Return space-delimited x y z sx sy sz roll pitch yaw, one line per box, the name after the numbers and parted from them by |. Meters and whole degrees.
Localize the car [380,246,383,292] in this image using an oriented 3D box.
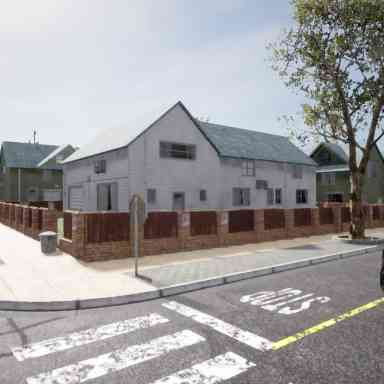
6.097 1.329 7.060 5.566 2.045 2.150 1 -2 -38 | car
